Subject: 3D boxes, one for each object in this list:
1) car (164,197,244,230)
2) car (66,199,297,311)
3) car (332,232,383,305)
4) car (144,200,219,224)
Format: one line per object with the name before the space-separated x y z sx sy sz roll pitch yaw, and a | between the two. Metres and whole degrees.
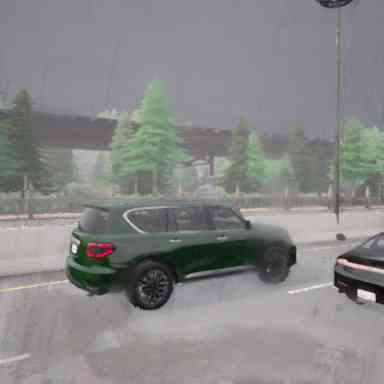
car | 0.769 1.257 20.619 4.553 1.767 2.097 0 0 -29
car | -0.006 1.183 7.847 5.566 2.045 2.150 0 0 -33
car | 4.960 1.490 6.714 4.902 1.511 2.128 0 0 -31
car | -0.724 1.358 23.800 5.008 1.535 1.882 0 0 -29
